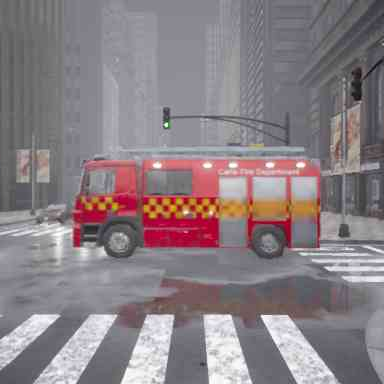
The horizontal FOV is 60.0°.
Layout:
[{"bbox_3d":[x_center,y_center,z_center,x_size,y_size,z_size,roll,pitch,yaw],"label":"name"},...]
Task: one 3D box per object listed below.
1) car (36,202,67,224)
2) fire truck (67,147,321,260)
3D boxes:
[{"bbox_3d":[-9.845,1.523,24.792,1.812,1.442,4.674,0,0,0],"label":"car"},{"bbox_3d":[0.177,0.347,12.454,8.468,3.827,2.891,0,0,1],"label":"fire truck"}]
